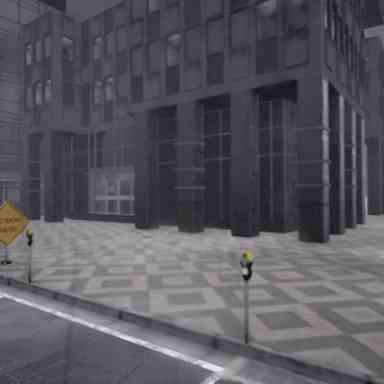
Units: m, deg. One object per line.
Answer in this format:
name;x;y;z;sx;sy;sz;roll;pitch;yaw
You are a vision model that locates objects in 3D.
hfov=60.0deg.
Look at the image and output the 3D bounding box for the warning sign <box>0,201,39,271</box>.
warning sign;-5.330;1.204;9.598;1.060;1.860;1.300;-1;0;35
